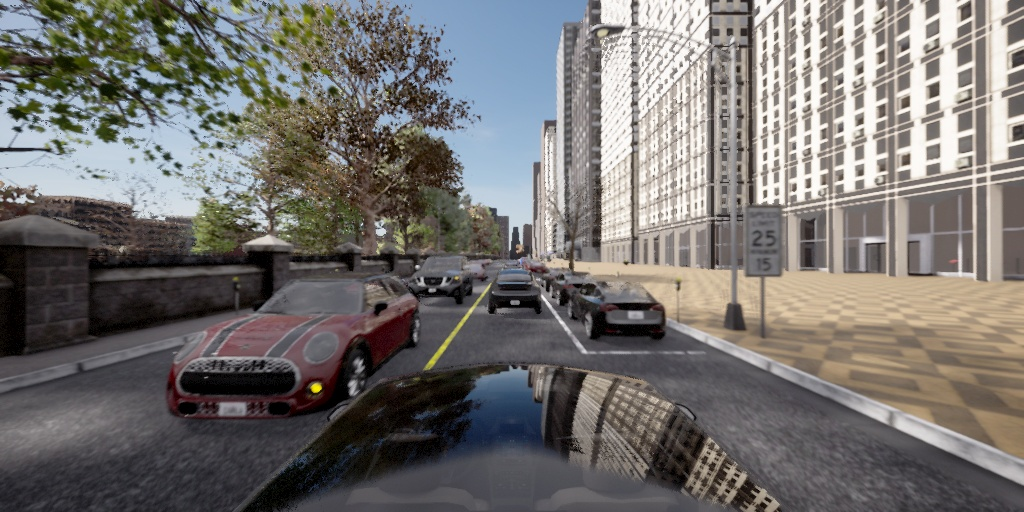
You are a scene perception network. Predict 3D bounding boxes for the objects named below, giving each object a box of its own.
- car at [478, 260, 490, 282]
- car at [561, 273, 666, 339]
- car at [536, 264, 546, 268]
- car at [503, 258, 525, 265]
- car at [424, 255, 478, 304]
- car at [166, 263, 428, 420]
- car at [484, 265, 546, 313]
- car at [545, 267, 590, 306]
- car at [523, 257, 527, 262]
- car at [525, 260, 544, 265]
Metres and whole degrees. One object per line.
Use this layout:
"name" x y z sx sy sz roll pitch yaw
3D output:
"car" -3.054 1.299 28.933 1.812 1.442 4.674 0 0 1
"car" 2.689 1.321 9.869 1.948 1.339 4.313 0 0 0
"car" 2.690 1.330 21.134 1.948 1.339 4.313 0 0 0
"car" 0.020 1.278 38.728 2.128 1.511 4.902 0 0 0
"car" -3.083 0.982 16.753 2.150 2.045 5.566 0 0 0
"car" -3.093 1.105 6.217 2.097 1.767 4.553 0 0 0
"car" 0.102 1.263 14.026 1.837 1.490 4.892 0 0 0
"car" 2.690 1.325 15.502 1.948 1.339 4.313 0 0 0
"car" 2.692 1.232 43.663 1.967 1.591 4.097 0 0 0
"car" 2.692 1.329 38.032 1.888 1.381 4.507 0 0 0
